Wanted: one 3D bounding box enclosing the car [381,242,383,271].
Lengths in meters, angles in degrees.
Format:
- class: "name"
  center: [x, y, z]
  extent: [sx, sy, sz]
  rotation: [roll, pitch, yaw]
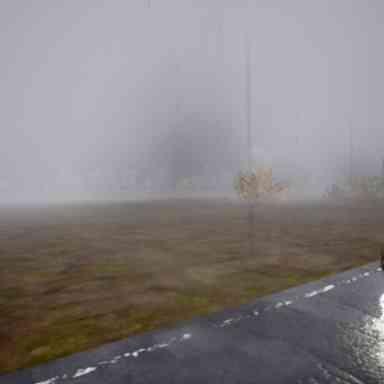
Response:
- class: "car"
  center: [6.789, 1.170, 8.597]
  extent: [4.553, 1.767, 2.097]
  rotation: [-1, 1, -38]
